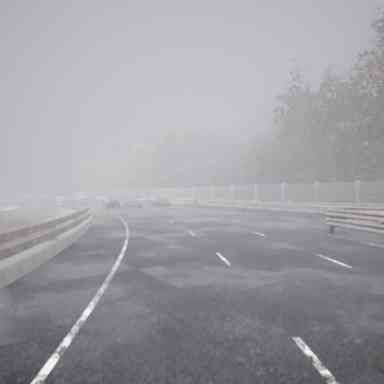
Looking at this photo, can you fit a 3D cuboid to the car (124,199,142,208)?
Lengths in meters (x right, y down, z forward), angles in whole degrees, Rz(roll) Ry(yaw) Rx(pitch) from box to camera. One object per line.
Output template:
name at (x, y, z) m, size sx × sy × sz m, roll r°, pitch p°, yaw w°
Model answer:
car at (-9.007, 1.721, 49.871) m, size 1.994 × 1.385 × 4.181 m, roll 0°, pitch 0°, yaw -27°

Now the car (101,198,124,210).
car at (-11.580, 1.668, 47.252) m, size 1.837 × 1.490 × 4.892 m, roll 0°, pitch 0°, yaw -26°

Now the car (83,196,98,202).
car at (-23.192, 1.647, 76.122) m, size 4.181 × 1.385 × 1.994 m, roll 0°, pitch 0°, yaw 45°

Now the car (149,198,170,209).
car at (-4.848, 1.630, 49.426) m, size 2.128 × 1.511 × 4.902 m, roll 0°, pitch 0°, yaw -26°
